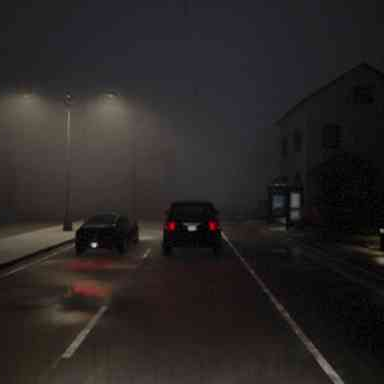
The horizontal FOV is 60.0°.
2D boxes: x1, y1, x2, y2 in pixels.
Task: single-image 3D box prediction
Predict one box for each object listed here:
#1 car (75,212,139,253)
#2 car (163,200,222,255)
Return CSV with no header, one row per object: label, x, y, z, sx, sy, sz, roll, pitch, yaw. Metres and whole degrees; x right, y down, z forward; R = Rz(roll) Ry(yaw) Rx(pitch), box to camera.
car,-3.492,1.646,14.328,1.837,1.490,4.892,0,0,0
car,0.005,1.352,14.030,2.150,2.045,5.566,0,0,0
